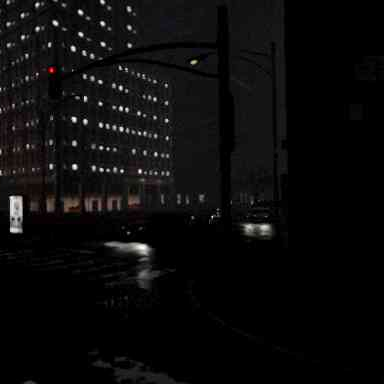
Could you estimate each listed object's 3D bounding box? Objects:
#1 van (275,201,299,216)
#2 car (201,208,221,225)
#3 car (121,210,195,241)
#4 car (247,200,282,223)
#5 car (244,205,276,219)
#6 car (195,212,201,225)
[{"bbox_3d":[12.754,2.175,44.558,1.690,1.788,3.998,-2,-2,36],"label":"van"},{"bbox_3d":[1.666,2.132,29.262,2.008,1.369,4.403,-2,-2,36],"label":"car"},{"bbox_3d":[-2.034,1.916,19.411,1.812,1.442,4.674,-1,-2,34],"label":"car"},{"bbox_3d":[7.377,1.828,32.547,2.150,2.045,5.566,-1,-2,36],"label":"car"},{"bbox_3d":[7.781,2.265,37.710,1.887,1.381,4.507,-2,-2,36],"label":"car"},{"bbox_3d":[-1.580,2.057,24.736,2.008,1.369,4.403,-2,-2,36],"label":"car"}]
